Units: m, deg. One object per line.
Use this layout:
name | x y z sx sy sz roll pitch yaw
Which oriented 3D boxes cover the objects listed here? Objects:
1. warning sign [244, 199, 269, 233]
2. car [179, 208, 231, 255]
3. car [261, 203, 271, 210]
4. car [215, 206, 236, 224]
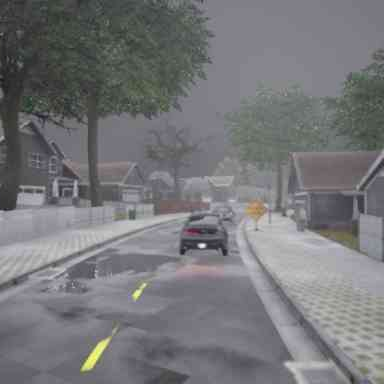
warning sign | 3.631 1.317 18.801 1.300 1.860 1.060 -1 -2 7
car | 0.594 1.650 14.096 1.837 1.490 4.892 0 0 6
car | 15.191 3.065 70.404 1.812 1.442 4.674 -1 -2 29
car | 2.698 1.921 28.511 2.033 1.411 5.357 0 -1 11
